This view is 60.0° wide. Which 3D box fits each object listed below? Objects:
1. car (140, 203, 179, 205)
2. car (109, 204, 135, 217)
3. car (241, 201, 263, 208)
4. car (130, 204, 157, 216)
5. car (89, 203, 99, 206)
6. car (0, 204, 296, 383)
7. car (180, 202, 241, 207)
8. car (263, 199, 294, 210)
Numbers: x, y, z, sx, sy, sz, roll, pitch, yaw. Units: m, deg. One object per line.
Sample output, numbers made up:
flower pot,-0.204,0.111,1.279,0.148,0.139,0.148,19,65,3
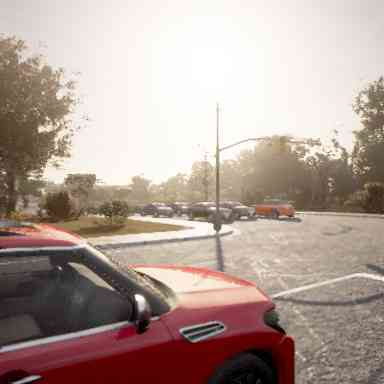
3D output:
car,-3.707,1.945,35.354,1.837,1.490,4.892,0,-2,-33
car,-9.347,2.455,44.092,1.837,1.490,4.892,0,-3,-33
car,3.716,1.658,30.301,2.128,1.511,4.902,0,-1,-34
car,-6.900,2.504,46.757,1.837,1.490,4.892,0,-3,-33
car,-15.021,2.711,52.942,2.150,2.045,5.566,0,-3,-32
car,-1.634,1.216,2.545,5.566,2.045,2.150,1,0,-35
car,1.378,1.630,27.496,2.128,1.511,4.902,0,-1,-33
car,7.314,1.492,31.168,2.097,1.767,4.553,0,-1,-30
